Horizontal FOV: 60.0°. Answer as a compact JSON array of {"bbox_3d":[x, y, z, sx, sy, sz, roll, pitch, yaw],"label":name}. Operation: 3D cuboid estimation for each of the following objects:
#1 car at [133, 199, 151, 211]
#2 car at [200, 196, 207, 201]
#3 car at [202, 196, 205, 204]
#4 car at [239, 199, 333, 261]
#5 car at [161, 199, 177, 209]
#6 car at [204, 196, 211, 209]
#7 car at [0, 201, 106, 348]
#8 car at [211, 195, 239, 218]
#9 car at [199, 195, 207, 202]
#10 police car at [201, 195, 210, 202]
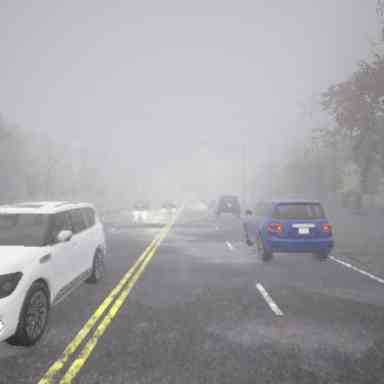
[{"bbox_3d":[-6.596,1.646,44.416,2.128,1.511,4.902,0,0,0],"label":"car"},{"bbox_3d":[3.113,1.740,91.549,1.812,1.442,4.674,0,0,0],"label":"car"},{"bbox_3d":[3.230,1.784,58.568,1.895,1.301,4.718,0,0,0],"label":"car"},{"bbox_3d":[3.363,1.267,12.610,2.150,2.045,5.566,0,0,0],"label":"car"},{"bbox_3d":[-3.338,1.691,48.474,1.812,1.442,4.674,0,0,0],"label":"car"},{"bbox_3d":[3.245,1.649,47.519,2.128,1.511,4.902,0,0,0],"label":"car"},{"bbox_3d":[-3.351,1.247,6.694,2.150,2.045,5.566,0,0,0],"label":"car"},{"bbox_3d":[3.354,1.334,32.296,2.150,2.045,5.566,0,-1,0],"label":"car"},{"bbox_3d":[3.192,1.550,69.510,2.097,1.767,4.553,0,0,0],"label":"car"},{"bbox_3d":[3.155,1.630,80.655,1.930,1.638,5.238,0,0,0],"label":"police car"}]
